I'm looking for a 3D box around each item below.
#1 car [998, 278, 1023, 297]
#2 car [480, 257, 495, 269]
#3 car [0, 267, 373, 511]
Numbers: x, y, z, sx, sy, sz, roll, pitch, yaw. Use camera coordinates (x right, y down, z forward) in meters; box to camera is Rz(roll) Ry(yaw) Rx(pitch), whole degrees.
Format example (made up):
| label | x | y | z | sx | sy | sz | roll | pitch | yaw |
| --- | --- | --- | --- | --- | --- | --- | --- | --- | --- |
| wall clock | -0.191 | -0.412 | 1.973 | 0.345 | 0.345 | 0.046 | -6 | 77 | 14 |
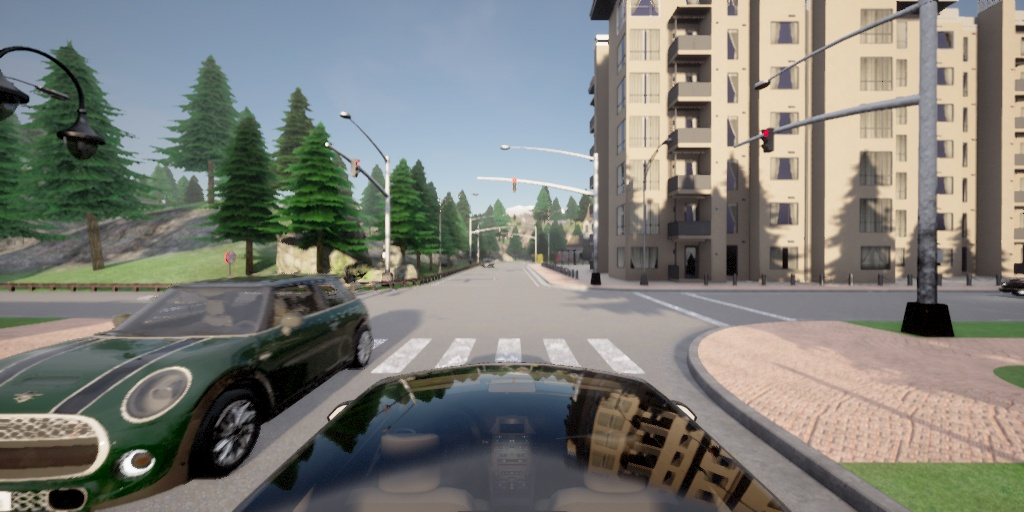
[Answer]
| label | x | y | z | sx | sy | sz | roll | pitch | yaw |
| --- | --- | --- | --- | --- | --- | --- | --- | --- | --- |
| car | 25.724 | 1.249 | 16.149 | 5.357 | 1.411 | 2.033 | 0 | 0 | 1 |
| car | -3.472 | 0.934 | 51.916 | 2.128 | 1.511 | 4.902 | 0 | 0 | 1 |
| car | -3.589 | 1.068 | 4.677 | 2.097 | 1.767 | 4.553 | 0 | 0 | -1 |
